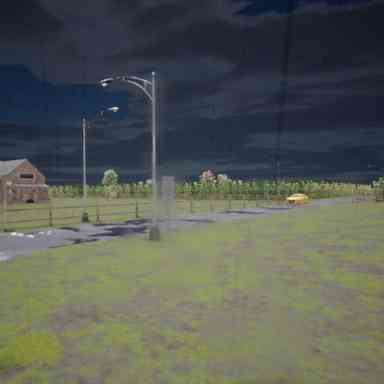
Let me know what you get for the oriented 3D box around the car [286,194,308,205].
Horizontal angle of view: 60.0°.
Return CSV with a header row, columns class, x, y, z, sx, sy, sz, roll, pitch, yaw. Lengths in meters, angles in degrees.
class,x,y,z,sx,sy,sz,roll,pitch,yaw
car,15.535,1.050,49.014,1.882,1.535,5.008,0,0,37
